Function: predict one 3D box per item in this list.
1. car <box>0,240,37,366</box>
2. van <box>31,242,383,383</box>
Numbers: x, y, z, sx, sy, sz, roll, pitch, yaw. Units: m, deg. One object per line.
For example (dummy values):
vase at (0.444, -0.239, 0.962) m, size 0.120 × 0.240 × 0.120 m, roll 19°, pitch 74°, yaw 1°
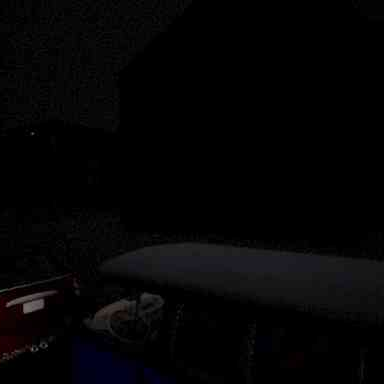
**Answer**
car at (-3.598, 1.502, 5.382) m, size 4.097 × 1.590 × 1.967 m, roll -1°, pitch -1°, yaw 35°
van at (0.829, 1.346, 2.227) m, size 3.998 × 1.788 × 1.690 m, roll -1°, pitch -1°, yaw 35°
